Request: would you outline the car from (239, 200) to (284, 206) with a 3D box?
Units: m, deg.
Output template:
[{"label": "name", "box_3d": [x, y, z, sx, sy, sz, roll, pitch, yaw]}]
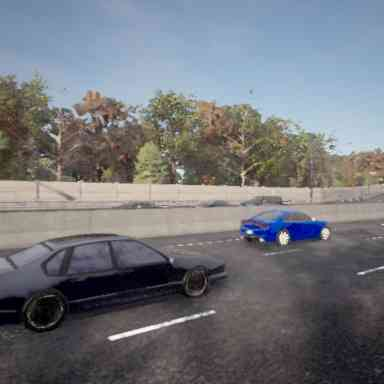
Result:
[{"label": "car", "box_3d": [7.063, 1.711, 30.521, 5.357, 1.411, 2.033, 1, 0, -35]}]

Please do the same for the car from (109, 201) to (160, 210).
[{"label": "car", "box_3d": [-5.205, 1.595, 30.369, 4.892, 1.490, 1.837, 1, -1, -35]}]

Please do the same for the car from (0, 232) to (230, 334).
[{"label": "car", "box_3d": [-1.759, 1.563, 6.792, 5.357, 1.411, 2.033, 0, 0, -36]}]

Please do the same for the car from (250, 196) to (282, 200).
[{"label": "car", "box_3d": [7.337, 1.409, 35.011, 5.566, 2.045, 2.150, 1, 0, -35]}]

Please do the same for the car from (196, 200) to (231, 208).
[{"label": "car", "box_3d": [2.684, 1.705, 40.287, 4.674, 1.442, 1.812, 1, 0, -35]}]

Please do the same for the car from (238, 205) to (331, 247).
[{"label": "car", "box_3d": [4.462, 1.561, 15.523, 5.008, 1.535, 1.882, 1, 0, -36]}]
